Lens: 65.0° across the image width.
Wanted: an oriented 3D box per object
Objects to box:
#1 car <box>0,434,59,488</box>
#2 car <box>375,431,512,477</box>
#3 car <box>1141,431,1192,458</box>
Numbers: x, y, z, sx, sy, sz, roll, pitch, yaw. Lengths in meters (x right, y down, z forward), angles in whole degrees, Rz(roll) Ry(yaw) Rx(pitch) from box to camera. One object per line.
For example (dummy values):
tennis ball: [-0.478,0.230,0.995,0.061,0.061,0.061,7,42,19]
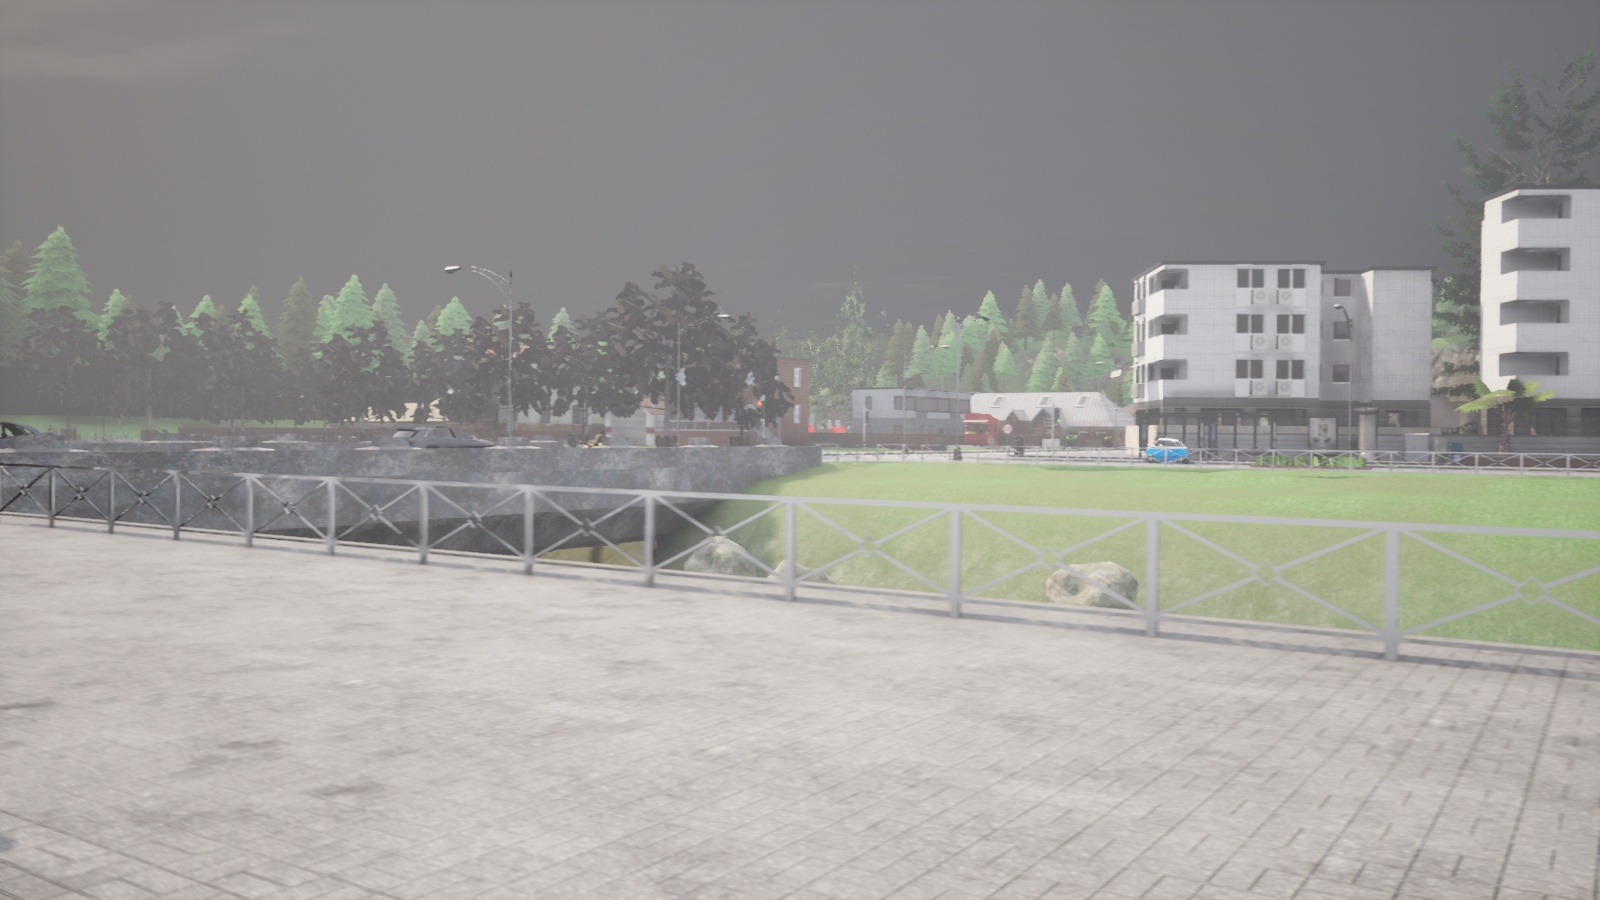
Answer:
car: [-24.994,0.337,38.027,1.851,1.617,3.988,0,1,34]
car: [-13.556,0.129,48.023,2.033,1.649,4.856,0,1,34]
car: [19.152,-0.283,65.591,2.207,1.376,1.481,0,1,34]
